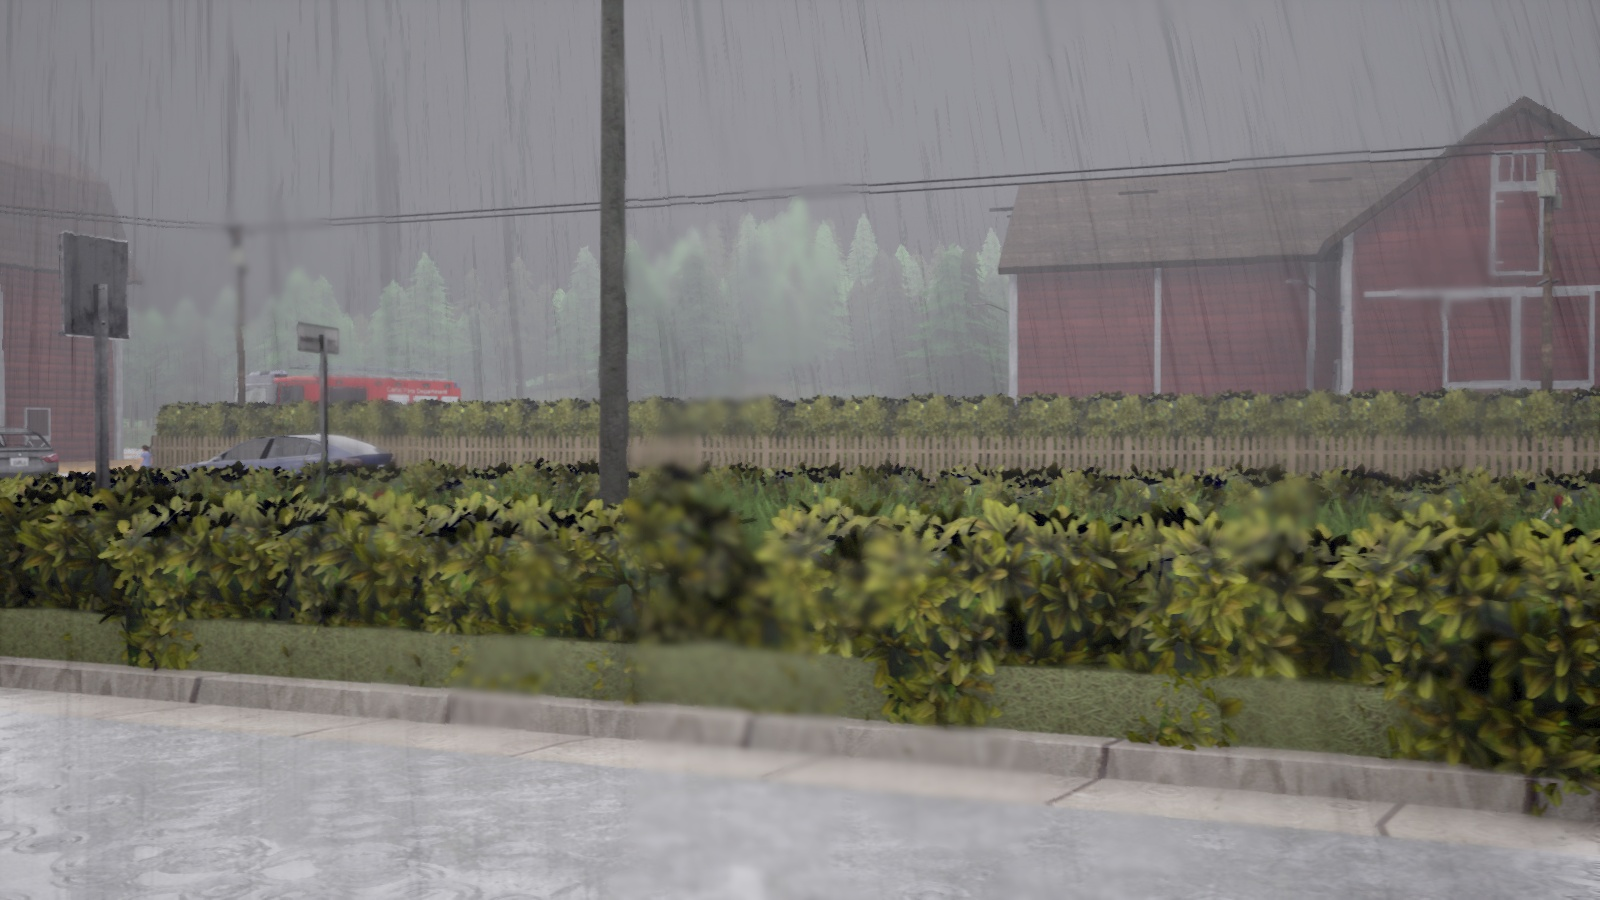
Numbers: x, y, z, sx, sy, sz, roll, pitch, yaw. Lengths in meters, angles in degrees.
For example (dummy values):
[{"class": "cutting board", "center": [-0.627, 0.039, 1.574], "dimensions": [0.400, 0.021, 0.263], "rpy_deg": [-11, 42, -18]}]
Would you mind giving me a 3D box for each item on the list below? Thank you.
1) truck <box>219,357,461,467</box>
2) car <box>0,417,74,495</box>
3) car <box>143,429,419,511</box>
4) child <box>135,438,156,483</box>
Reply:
[{"class": "truck", "center": [-17.413, -1.394, 48.156], "dimensions": [2.891, 3.827, 8.468], "rpy_deg": [1, 1, 38]}, {"class": "car", "center": [-18.803, 0.087, 28.175], "dimensions": [4.611, 1.667, 2.242], "rpy_deg": [1, 1, 28]}, {"class": "car", "center": [-10.259, 0.349, 24.905], "dimensions": [4.792, 1.488, 2.163], "rpy_deg": [1, 1, 18]}, {"class": "child", "center": [-16.121, 0.249, 30.942], "dimensions": [0.394, 1.110, 0.255], "rpy_deg": [1, 1, 21]}]
